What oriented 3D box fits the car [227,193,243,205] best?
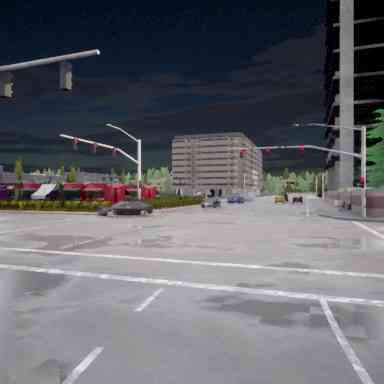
[{"bbox_3d":[7.979,1.214,60.830,2.150,2.045,5.566,0,1,19],"label":"car"}]

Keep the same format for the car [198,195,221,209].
[{"bbox_3d":[2.634,1.492,45.235,2.128,1.511,4.902,0,0,19],"label":"car"}]

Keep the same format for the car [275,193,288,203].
[{"bbox_3d":[18.270,1.478,69.010,1.882,1.535,5.008,0,0,19],"label":"car"}]

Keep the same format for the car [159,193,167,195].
[{"bbox_3d":[-7.924,1.209,81.463,4.605,1.855,1.932,0,0,19],"label":"car"}]

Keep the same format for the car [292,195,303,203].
[{"bbox_3d":[21.483,1.478,67.604,1.882,1.535,5.008,0,0,19],"label":"car"}]

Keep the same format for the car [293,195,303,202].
[{"bbox_3d":[24.780,1.525,77.346,2.128,1.511,4.902,0,0,19],"label":"car"}]

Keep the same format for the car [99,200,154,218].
[{"bbox_3d":[-5.930,1.544,30.158,4.892,1.490,1.837,0,3,-24],"label":"car"}]
